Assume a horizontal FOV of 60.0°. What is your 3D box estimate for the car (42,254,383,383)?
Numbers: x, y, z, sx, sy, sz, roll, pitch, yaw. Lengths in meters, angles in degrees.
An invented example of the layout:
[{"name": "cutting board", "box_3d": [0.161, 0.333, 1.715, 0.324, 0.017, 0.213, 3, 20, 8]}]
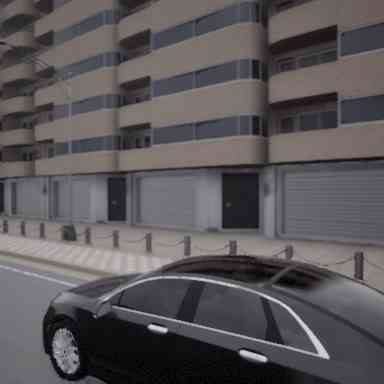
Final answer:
[{"name": "car", "box_3d": [0.216, 1.510, 3.839, 4.892, 1.490, 1.837, 0, 0, 36]}]
